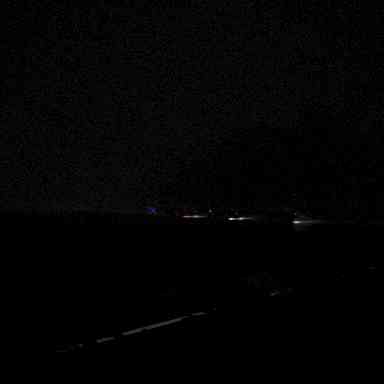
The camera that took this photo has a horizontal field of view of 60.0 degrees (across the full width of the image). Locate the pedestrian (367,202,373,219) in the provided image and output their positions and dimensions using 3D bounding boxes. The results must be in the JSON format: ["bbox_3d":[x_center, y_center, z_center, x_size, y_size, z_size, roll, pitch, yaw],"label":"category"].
[{"bbox_3d":[18.911,1.917,35.292,0.375,1.860,0.375,-2,1,-33],"label":"pedestrian"}]

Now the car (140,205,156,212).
[{"bbox_3d":[-9.418,3.569,71.262,1.812,1.442,4.674,1,-2,-33],"label":"car"}]

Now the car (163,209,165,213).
[{"bbox_3d":[-3.704,3.347,62.699,1.895,1.301,4.718,1,-2,-33],"label":"car"}]

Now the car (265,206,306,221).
[{"bbox_3d":[9.793,2.259,35.342,1.812,1.442,4.674,1,-2,-33],"label":"car"}]

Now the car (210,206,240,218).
[{"bbox_3d":[4.270,2.581,43.776,1.837,1.490,4.892,1,-2,-33],"label":"car"}]

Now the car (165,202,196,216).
[{"bbox_3d":[-1.591,2.644,52.755,2.150,2.045,5.566,1,-2,-33],"label":"car"}]
